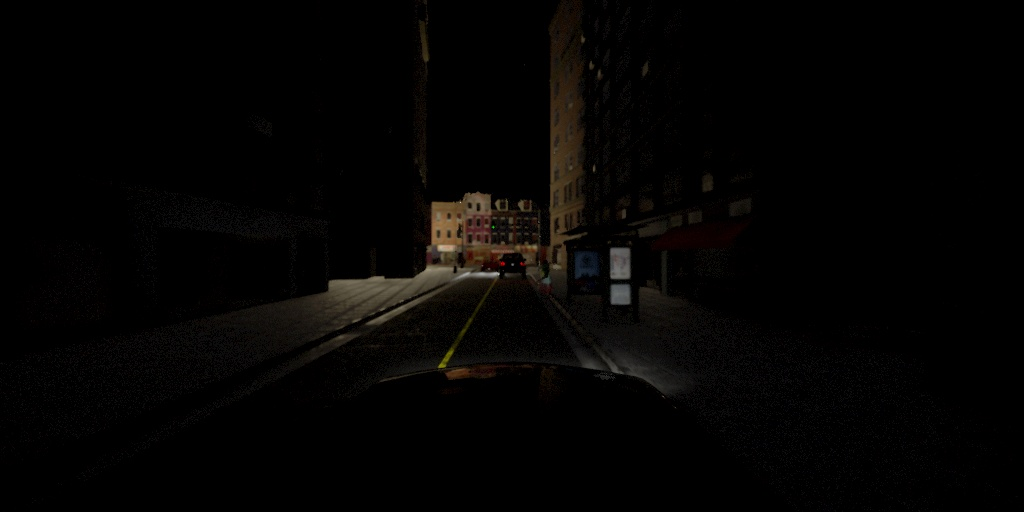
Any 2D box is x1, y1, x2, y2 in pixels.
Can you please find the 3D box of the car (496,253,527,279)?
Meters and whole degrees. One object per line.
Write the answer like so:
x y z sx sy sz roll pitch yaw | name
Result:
0.068 0.777 30.367 2.150 2.045 5.566 0 0 0 | car

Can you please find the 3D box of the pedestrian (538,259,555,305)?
1.339 0.962 14.063 0.375 1.860 0.375 0 0 -10 | pedestrian

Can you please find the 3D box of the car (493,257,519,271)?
-0.826 0.954 44.931 2.128 1.511 4.902 0 1 -14 | car

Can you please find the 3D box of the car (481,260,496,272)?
-2.504 1.087 41.274 1.895 1.301 4.718 0 0 0 | car

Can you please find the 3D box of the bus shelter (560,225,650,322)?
2.884 0.559 11.768 1.920 2.740 3.880 0 0 0 | bus shelter
